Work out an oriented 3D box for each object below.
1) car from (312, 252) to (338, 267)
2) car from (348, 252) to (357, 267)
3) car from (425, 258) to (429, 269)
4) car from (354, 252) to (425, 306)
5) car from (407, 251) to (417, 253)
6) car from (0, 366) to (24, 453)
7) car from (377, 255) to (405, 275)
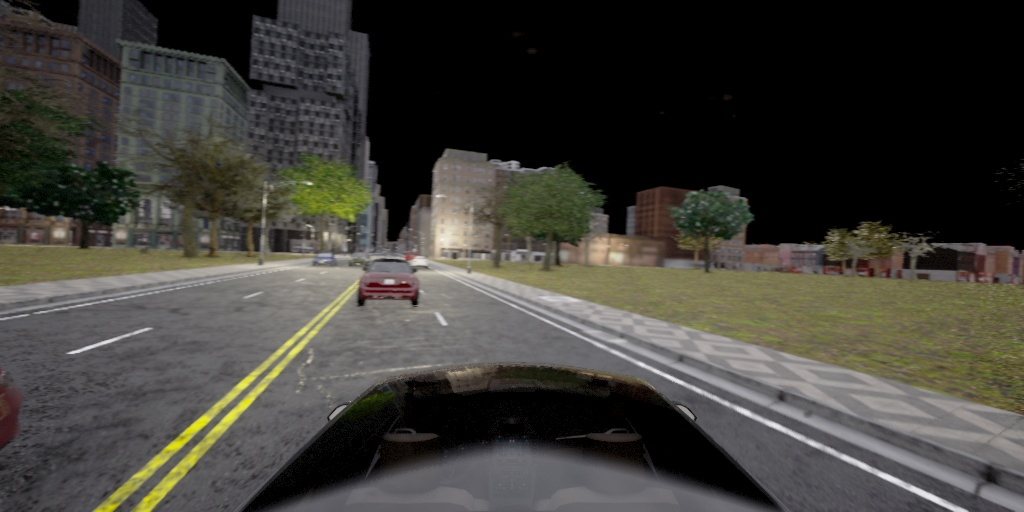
[{"bbox_3d":[-19.877,0.335,38.302,1.812,1.442,4.674,3,0,-18],"label":"car"},{"bbox_3d":[-17.400,0.287,41.167,2.097,1.767,4.553,3,0,-18],"label":"car"},{"bbox_3d":[-11.397,0.761,44.240,1.812,1.442,4.674,3,0,-18],"label":"car"},{"bbox_3d":[-4.867,0.867,14.317,2.097,1.767,4.553,3,0,-18],"label":"car"},{"bbox_3d":[-17.441,0.196,62.439,2.150,2.045,5.566,3,0,-18],"label":"car"},{"bbox_3d":[-3.978,1.078,0.686,1.812,1.442,4.674,3,0,-18],"label":"car"},{"bbox_3d":[-10.789,0.737,32.119,2.128,1.511,4.902,3,0,-18],"label":"car"}]
